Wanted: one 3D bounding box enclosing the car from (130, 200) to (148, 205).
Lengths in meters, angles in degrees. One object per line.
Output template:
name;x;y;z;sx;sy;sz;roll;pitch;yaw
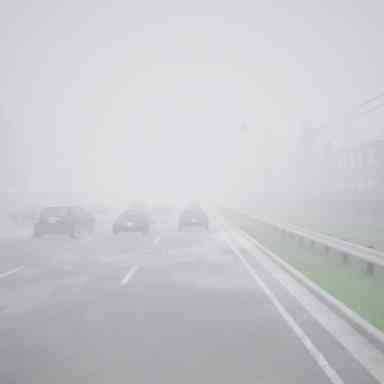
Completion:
car;-6.885;1.816;43.144;2.128;1.511;4.902;0;0;0

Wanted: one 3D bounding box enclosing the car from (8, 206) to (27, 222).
car;-13.895;1.820;28.939;1.895;1.301;4.718;0;0;0

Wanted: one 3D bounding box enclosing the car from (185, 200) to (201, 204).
car;0.114;1.825;44.496;2.128;1.511;4.902;0;0;0

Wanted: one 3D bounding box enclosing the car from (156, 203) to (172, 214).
car;-3.387;1.894;39.055;1.895;1.301;4.718;0;0;0

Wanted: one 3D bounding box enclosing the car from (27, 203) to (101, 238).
car;-6.894;1.492;18.550;2.097;1.767;4.553;0;-1;0

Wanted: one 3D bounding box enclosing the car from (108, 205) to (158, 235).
car;-3.393;1.714;19.911;1.994;1.385;4.181;0;0;0

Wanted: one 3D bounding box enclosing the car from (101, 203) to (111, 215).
car;-10.387;1.878;36.871;1.895;1.301;4.718;0;0;0

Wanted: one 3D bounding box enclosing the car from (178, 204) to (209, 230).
car;0.108;1.735;22.715;1.994;1.385;4.181;0;0;0
